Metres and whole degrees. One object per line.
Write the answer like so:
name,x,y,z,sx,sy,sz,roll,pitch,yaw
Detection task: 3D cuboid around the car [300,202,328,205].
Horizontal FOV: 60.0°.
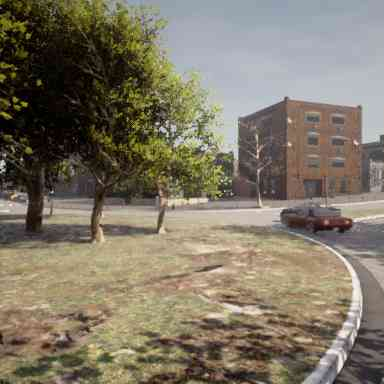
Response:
car,8.509,1.491,24.124,2.128,1.511,4.902,0,0,-24

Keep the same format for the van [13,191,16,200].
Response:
van,-34.144,1.031,69.286,4.442,1.987,1.878,0,1,-35

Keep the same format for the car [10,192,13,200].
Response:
car,-37.163,1.063,73.810,4.553,1.767,2.185,0,1,-35

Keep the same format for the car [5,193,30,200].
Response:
car,-43.456,1.037,82.976,5.366,1.575,1.946,0,1,-35

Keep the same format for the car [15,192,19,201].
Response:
car,-32.345,1.159,66.998,4.553,1.767,2.185,0,1,-35

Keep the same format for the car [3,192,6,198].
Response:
car,-41.977,0.826,80.613,5.566,2.045,2.435,0,1,-35

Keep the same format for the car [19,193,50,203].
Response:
car,-29.257,1.355,62.526,4.792,1.488,2.163,0,0,-35

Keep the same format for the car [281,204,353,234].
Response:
car,6.992,1.600,19.264,1.895,1.301,4.718,0,0,-10

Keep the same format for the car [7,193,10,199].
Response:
car,-38.870,1.150,76.161,5.008,1.535,2.097,0,1,-35
